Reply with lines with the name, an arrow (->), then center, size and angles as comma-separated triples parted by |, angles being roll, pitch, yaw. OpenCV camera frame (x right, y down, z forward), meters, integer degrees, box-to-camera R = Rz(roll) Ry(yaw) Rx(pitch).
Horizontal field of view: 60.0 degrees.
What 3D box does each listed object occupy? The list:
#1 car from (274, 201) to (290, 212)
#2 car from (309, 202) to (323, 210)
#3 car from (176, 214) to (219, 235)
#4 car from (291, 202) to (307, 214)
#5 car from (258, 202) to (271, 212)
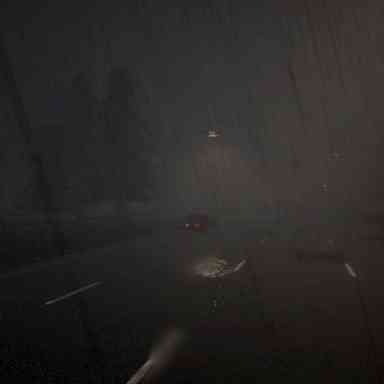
car -> 16.864, 2.787, 63.220 | 2.150, 2.045, 5.566 | -2, -2, 18
car -> 27.290, 2.976, 72.474 | 2.097, 1.767, 4.553 | -2, -2, 18
car -> 0.497, 2.293, 24.470 | 2.033, 1.411, 5.357 | -2, -2, 18
car -> 17.008, 2.761, 52.443 | 1.812, 1.442, 4.674 | -2, -2, 18
car -> 14.847, 2.989, 68.273 | 2.150, 2.045, 5.566 | -2, -2, 18
